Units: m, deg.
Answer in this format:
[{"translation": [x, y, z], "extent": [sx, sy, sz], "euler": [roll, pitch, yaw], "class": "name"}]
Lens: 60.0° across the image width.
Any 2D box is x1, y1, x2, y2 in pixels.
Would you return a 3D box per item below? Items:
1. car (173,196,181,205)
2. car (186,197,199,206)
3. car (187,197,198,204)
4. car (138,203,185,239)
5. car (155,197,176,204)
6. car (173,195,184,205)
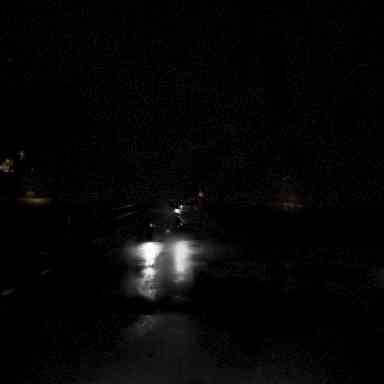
[{"translation": [-2.810, 1.624, 45.796], "extent": [1.812, 1.442, 4.674], "euler": [0, 0, 0], "class": "car"}, {"translation": [0.038, 1.673, 57.019], "extent": [1.812, 1.442, 4.674], "euler": [0, 0, 0], "class": "car"}, {"translation": [0.045, 1.689, 67.304], "extent": [2.128, 1.511, 4.902], "euler": [0, 0, 0], "class": "car"}, {"translation": [-1.738, 1.543, 17.576], "extent": [1.812, 1.442, 4.674], "euler": [0, 0, -16], "class": "car"}, {"translation": [-2.825, 1.528, 32.026], "extent": [1.882, 1.535, 5.008], "euler": [0, 0, 0], "class": "car"}, {"translation": [-2.708, 1.497, 61.772], "extent": [2.150, 2.045, 5.566], "euler": [0, 0, 0], "class": "car"}]
